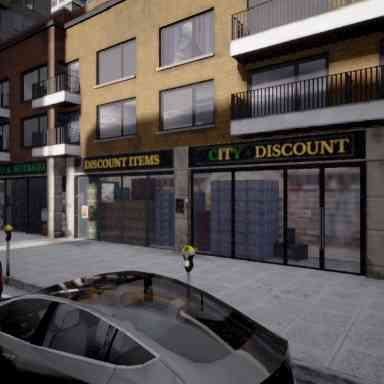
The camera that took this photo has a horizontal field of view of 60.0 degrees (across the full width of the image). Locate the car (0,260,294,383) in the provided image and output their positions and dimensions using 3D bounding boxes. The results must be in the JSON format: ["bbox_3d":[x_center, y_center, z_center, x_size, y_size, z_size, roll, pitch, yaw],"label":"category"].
[{"bbox_3d":[-1.099,1.566,3.586,4.313,1.339,1.947,0,0,35],"label":"car"}]
